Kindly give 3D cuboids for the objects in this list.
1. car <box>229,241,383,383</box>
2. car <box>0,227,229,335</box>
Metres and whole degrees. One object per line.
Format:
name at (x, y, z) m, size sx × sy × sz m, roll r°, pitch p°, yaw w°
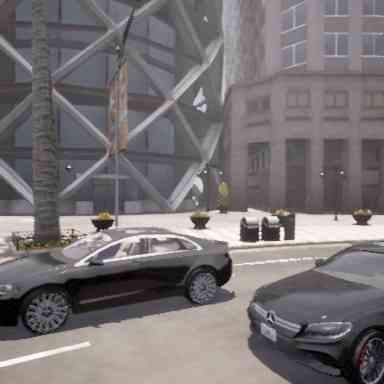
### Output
car at (3.107, 1.561, 5.239) m, size 4.674 × 1.442 × 1.812 m, roll 0°, pitch 0°, yaw -24°
car at (-1.432, 1.502, 6.725) m, size 4.902 × 1.511 × 2.128 m, roll 0°, pitch 0°, yaw -30°
